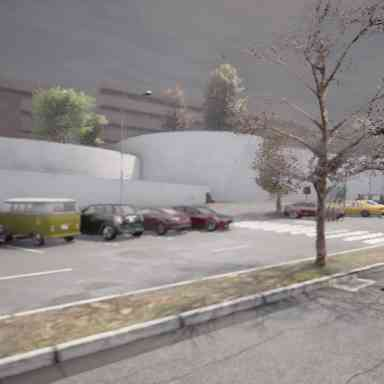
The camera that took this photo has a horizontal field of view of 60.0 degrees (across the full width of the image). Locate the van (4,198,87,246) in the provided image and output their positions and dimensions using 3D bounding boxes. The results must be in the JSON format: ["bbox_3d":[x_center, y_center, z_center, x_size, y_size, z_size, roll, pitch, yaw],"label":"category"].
[{"bbox_3d":[-7.157,1.270,15.306,4.442,1.987,1.878,-1,-1,35],"label":"van"}]

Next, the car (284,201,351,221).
[{"bbox_3d":[10.053,1.529,27.396,4.792,1.488,2.163,-1,-1,35],"label":"car"}]

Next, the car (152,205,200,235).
[{"bbox_3d":[-2.197,1.536,18.697,4.674,1.452,2.002,-1,-1,35],"label":"car"}]

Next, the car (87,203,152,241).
[{"bbox_3d":[-4.604,1.369,16.953,4.553,1.767,2.185,-1,-1,34],"label":"car"}]

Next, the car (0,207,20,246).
[{"bbox_3d":[-9.483,1.494,13.505,4.892,1.521,2.231,-1,-1,35],"label":"car"}]

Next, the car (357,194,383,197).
[{"bbox_3d":[19.838,1.235,34.370,5.566,2.045,2.435,-1,-1,35],"label":"car"}]

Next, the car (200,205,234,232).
[{"bbox_3d":[0.274,1.526,20.431,4.792,1.488,2.163,-1,-1,34],"label":"car"}]

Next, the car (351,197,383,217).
[{"bbox_3d":[14.763,1.497,30.994,5.366,1.575,1.946,-1,0,35],"label":"car"}]
